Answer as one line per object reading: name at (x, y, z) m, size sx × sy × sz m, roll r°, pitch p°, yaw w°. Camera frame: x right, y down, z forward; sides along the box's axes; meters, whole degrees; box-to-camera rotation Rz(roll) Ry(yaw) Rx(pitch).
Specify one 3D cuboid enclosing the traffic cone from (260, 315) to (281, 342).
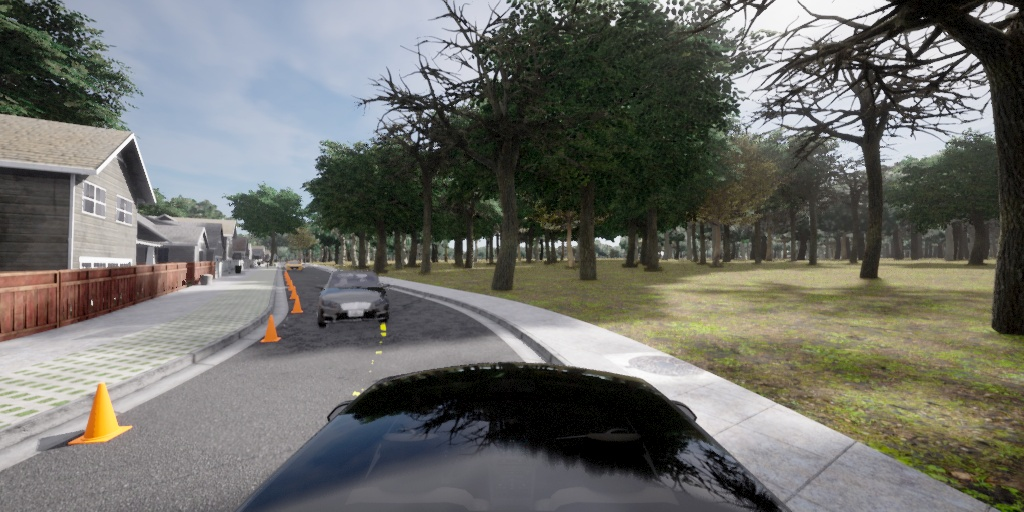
traffic cone at (-5.633, 1.678, 8.378) m, size 0.340 × 0.580 × 0.340 m, roll 0°, pitch 0°, yaw -19°

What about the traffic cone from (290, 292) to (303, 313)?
traffic cone at (-7.506, 1.671, 12.525) m, size 0.340 × 0.580 × 0.340 m, roll 0°, pitch 0°, yaw -29°

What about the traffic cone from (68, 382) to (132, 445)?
traffic cone at (-4.533, 1.695, 3.962) m, size 0.340 × 0.580 × 0.340 m, roll 0°, pitch 0°, yaw -9°

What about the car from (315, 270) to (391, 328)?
car at (-5.084, 1.226, 11.527) m, size 2.128 × 1.511 × 4.902 m, roll 1°, pitch 0°, yaw -25°

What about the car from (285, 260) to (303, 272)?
car at (-30.837, 1.398, 50.664) m, size 1.882 × 1.535 × 5.008 m, roll 1°, pitch -1°, yaw -34°

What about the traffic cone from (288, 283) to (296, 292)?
traffic cone at (-10.105, 1.680, 16.619) m, size 0.340 × 0.580 × 0.340 m, roll 0°, pitch 0°, yaw -33°

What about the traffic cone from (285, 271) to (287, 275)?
traffic cone at (-18.272, 1.747, 29.204) m, size 0.340 × 0.580 × 0.340 m, roll 0°, pitch 0°, yaw -33°

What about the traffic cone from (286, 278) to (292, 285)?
traffic cone at (-12.828, 1.702, 20.813) m, size 0.340 × 0.580 × 0.340 m, roll 0°, pitch 0°, yaw -33°

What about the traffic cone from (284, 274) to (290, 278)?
traffic cone at (-15.550, 1.724, 25.008) m, size 0.340 × 0.580 × 0.340 m, roll 0°, pitch 0°, yaw -33°
